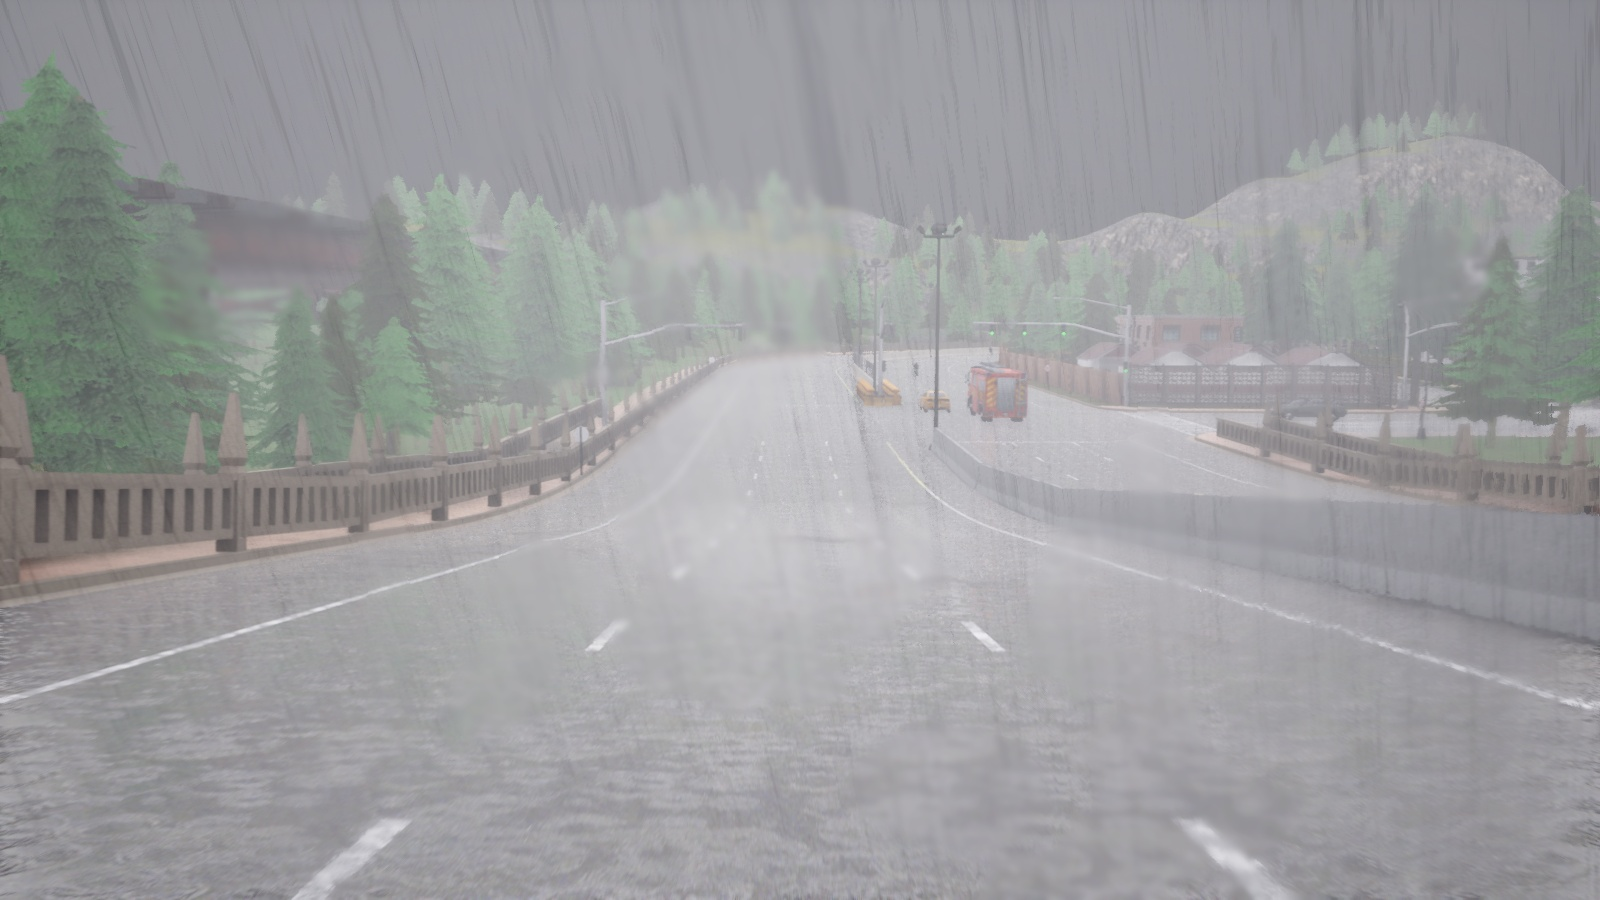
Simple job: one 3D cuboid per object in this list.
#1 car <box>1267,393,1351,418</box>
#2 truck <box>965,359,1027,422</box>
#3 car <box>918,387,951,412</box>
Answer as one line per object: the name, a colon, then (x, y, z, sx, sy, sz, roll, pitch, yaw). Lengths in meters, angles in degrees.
car: (34.905, -3.072, 86.221, 4.902, 1.511, 2.128, 0, 6, 1)
truck: (13.562, -4.256, 87.436, 2.891, 3.827, 8.468, 0, 6, 0)
car: (10.015, -3.793, 93.750, 1.882, 1.535, 5.008, 0, 7, 0)
